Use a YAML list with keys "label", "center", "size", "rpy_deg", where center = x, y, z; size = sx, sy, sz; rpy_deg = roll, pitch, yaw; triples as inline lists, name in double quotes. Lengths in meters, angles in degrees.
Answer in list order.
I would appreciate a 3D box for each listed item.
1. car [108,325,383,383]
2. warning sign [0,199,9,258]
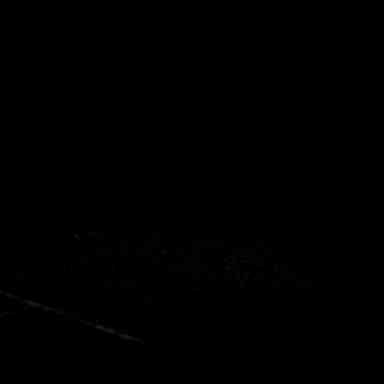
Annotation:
- label: "car"
  center: [1.176, 1.582, 2.007]
  size: [4.206, 1.307, 1.802]
  rpy_deg: [0, 0, 36]
- label: "warning sign"
  center: [-6.784, 1.179, 10.638]
  size: [1.060, 1.860, 1.300]
  rpy_deg: [0, 0, 36]
